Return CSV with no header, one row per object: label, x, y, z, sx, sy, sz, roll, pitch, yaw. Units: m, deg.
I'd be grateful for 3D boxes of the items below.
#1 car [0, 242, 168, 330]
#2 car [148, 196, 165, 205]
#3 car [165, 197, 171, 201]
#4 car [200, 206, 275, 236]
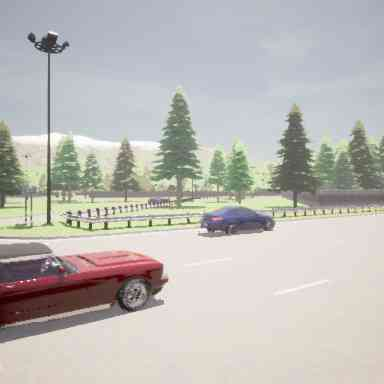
car,-2.821,1.601,6.031,4.718,1.301,1.895,0,0,-35
car,-6.658,1.526,59.571,1.812,1.442,4.674,0,0,5
car,-5.664,1.601,69.798,1.895,1.301,4.718,0,0,5
car,2.562,1.526,18.452,4.674,1.442,1.812,0,0,-35
